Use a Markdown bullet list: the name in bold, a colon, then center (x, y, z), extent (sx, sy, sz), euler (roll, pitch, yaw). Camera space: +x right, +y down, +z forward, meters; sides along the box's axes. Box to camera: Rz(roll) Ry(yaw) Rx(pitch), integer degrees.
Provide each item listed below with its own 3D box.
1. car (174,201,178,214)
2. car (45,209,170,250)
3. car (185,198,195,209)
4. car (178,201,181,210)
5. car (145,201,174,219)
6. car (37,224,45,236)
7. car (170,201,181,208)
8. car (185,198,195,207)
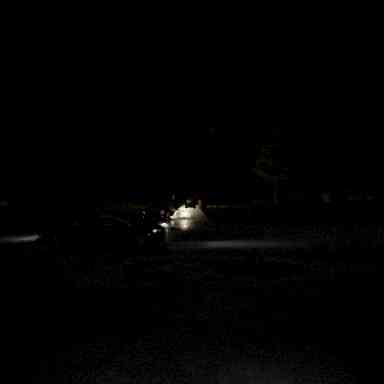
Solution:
- **car**: center (-3.081, 2.039, 41.293), extent (1.882, 1.535, 5.008), euler (0, -1, 0)
- **car**: center (-3.653, 1.730, 15.165), extent (4.902, 1.511, 2.128), euler (-1, -1, 0)
- **car**: center (-0.309, 2.371, 62.847), extent (2.128, 1.511, 4.902), euler (0, -1, 0)
- **car**: center (-3.144, 2.294, 52.906), extent (1.994, 1.385, 4.181), euler (0, -1, 0)
- **car**: center (-3.212, 1.765, 30.788), extent (2.097, 1.767, 4.553), euler (0, -1, 4)
- **car**: center (-5.773, 1.869, 18.876), extent (5.357, 1.411, 2.033), euler (-1, 0, 0)
- **car**: center (-3.193, 2.485, 66.422), extent (2.033, 1.411, 5.357), euler (0, -1, 0)
- **car**: center (-0.525, 2.346, 77.880), extent (2.150, 2.045, 5.566), euler (0, -1, 0)
